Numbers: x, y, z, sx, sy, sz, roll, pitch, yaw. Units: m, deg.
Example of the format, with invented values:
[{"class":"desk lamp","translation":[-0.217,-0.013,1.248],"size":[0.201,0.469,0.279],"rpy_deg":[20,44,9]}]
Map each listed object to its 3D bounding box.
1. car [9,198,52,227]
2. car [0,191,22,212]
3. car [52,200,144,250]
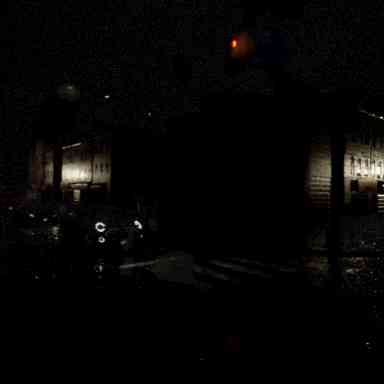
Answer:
[{"class":"car","translation":[-10.158,1.342,21.488],"size":[1.812,1.442,4.674],"rpy_deg":[1,0,-40]},{"class":"car","translation":[-16.456,0.948,29.128],"size":[2.150,2.045,5.566],"rpy_deg":[1,0,-40]},{"class":"car","translation":[-3.916,1.258,13.963],"size":[2.097,1.767,4.553],"rpy_deg":[1,0,-40]}]
